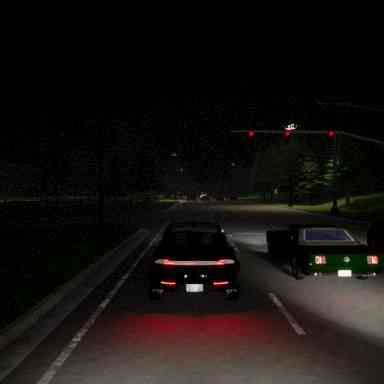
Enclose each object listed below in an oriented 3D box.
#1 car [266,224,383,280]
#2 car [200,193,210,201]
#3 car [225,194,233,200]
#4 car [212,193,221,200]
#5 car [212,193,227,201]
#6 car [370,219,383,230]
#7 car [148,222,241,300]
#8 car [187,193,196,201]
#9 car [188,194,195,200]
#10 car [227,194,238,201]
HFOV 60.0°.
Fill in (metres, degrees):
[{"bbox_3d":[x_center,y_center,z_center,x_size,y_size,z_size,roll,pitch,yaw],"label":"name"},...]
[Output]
[{"bbox_3d":[3.561,1.601,9.942,1.895,1.301,4.718,0,0,0],"label":"car"},{"bbox_3d":[3.345,1.545,82.627,1.994,1.385,4.181,0,0,0],"label":"car"},{"bbox_3d":[10.326,1.332,92.644,1.837,1.490,4.892,0,0,0],"label":"car"},{"bbox_3d":[6.826,1.187,92.607,2.097,1.767,4.553,0,0,0],"label":"car"},{"bbox_3d":[6.846,1.531,82.217,2.033,1.411,5.357,0,0,0],"label":"car"},{"bbox_3d":[7.056,1.221,9.039,2.150,2.045,5.566,0,0,0],"label":"car"},{"bbox_3d":[0.055,1.492,8.344,2.128,1.511,4.902,0,0,0],"label":"car"},{"bbox_3d":[-0.154,1.217,82.234,2.150,2.045,5.566,0,0,0],"label":"car"},{"bbox_3d":[-0.174,1.310,92.624,1.882,1.535,5.008,0,0,0],"label":"car"},{"bbox_3d":[10.345,1.516,82.640,1.812,1.442,4.674,0,0,0],"label":"car"}]
